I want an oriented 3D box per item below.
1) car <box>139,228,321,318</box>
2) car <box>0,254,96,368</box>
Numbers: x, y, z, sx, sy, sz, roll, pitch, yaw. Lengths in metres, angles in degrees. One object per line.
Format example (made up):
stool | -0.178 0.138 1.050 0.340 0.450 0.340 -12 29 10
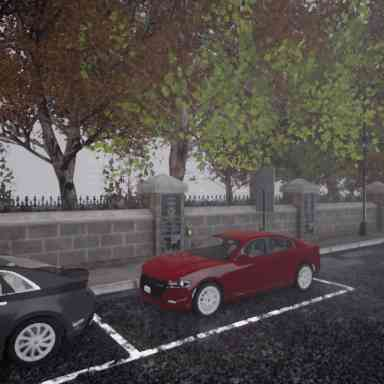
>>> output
car | 1.012 1.544 7.421 4.507 1.381 1.887 0 0 -35
car | -3.478 1.551 4.174 4.403 1.369 2.008 0 0 -35
